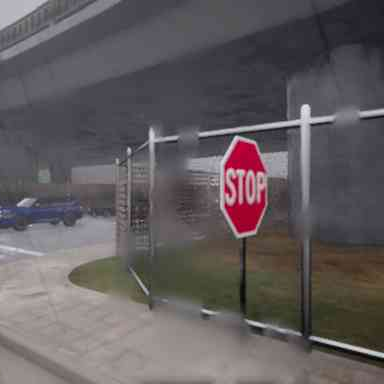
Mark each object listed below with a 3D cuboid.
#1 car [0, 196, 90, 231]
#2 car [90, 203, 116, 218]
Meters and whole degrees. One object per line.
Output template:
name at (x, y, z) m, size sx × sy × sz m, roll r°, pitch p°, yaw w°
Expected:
car at (-9.783, 1.270, 21.440) m, size 2.150 × 2.045 × 5.566 m, roll 0°, pitch 0°, yaw 36°
car at (-7.254, 1.657, 30.854) m, size 1.895 × 1.301 × 4.718 m, roll 0°, pitch 0°, yaw 36°
